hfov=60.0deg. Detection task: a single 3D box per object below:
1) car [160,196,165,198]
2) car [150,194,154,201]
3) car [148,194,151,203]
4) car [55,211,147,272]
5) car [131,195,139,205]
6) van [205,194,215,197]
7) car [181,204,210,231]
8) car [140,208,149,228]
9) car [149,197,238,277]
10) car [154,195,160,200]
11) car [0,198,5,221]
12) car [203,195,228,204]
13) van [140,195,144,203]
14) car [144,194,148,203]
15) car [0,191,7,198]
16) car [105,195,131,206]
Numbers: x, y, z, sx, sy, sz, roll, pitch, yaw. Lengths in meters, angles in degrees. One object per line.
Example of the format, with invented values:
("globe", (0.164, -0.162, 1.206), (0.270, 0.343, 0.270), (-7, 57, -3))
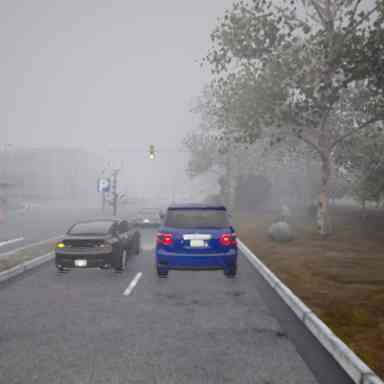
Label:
("car", (-10.887, 1.644, 89.414), (5.566, 2.045, 2.435), (-1, -1, -12))
("car", (-12.164, 1.880, 80.425), (4.674, 1.452, 2.002), (-1, -1, -13))
("car", (-12.540, 1.861, 77.424), (4.674, 1.452, 2.002), (-1, 0, -13))
("car", (-2.867, 1.593, 11.033), (1.837, 1.490, 4.892), (0, 0, 0))
("car", (-13.715, 1.739, 65.468), (5.366, 1.575, 1.946), (-1, -1, -15))
("van", (4.367, 1.465, 65.048), (4.442, 1.987, 1.878), (1, 0, -14))
("car", (0.253, 1.690, 23.295), (1.837, 1.490, 4.892), (0, 0, 1))
("car", (-2.754, 1.741, 22.182), (1.994, 1.385, 4.181), (0, 0, 1))
("car", (0.131, 1.308, 10.618), (2.150, 2.045, 5.566), (0, 0, 0))
("car", (-11.341, 1.917, 86.406), (4.674, 1.452, 2.002), (-1, 0, -12))
("car", (-16.596, 1.563, 24.673), (4.553, 1.767, 2.185), (-1, 0, -19))
("car", (4.755, 1.583, 68.017), (4.553, 1.767, 2.185), (1, -1, -14))
("van", (-13.148, 1.556, 71.460), (4.442, 1.987, 1.878), (-1, -1, -14))
("car", (-12.916, 1.804, 74.430), (4.892, 1.521, 2.231), (-1, -1, -14))
("car", (-31.096, 0.481, 53.374), (2.002, 1.452, 4.674), (6, -3, -19))
("car", (-14.364, 1.763, 62.476), (4.792, 1.488, 2.163), (-1, 0, -15))
